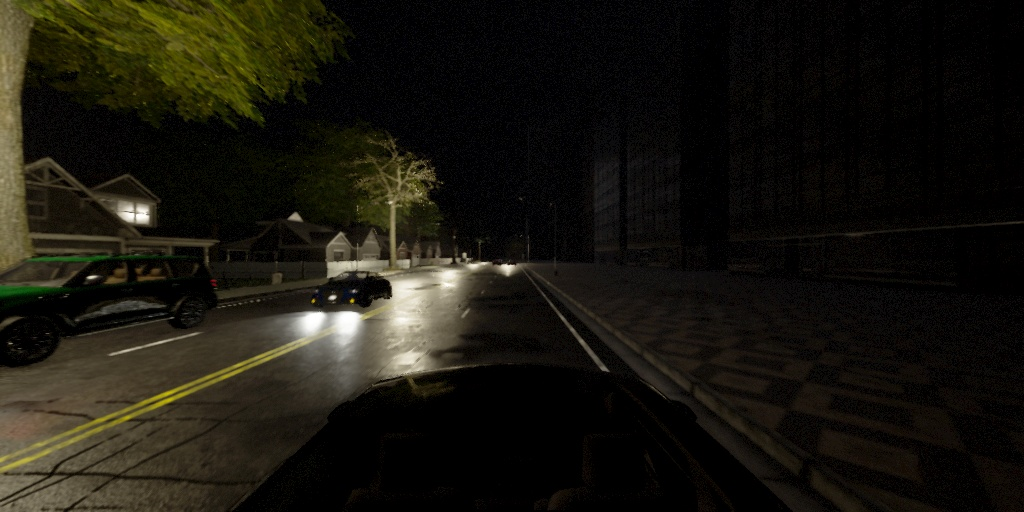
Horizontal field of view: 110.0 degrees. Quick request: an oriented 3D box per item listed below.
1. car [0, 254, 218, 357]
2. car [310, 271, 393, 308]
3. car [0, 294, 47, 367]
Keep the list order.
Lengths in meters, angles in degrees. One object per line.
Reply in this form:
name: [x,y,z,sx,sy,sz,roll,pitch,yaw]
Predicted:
car: [-9.811,0.974,8.302,2.150,2.045,5.566,0,0,1]
car: [-6.499,1.315,14.986,1.994,1.385,4.181,0,0,0]
car: [-6.590,1.241,1.782,2.128,1.511,4.902,0,0,0]
